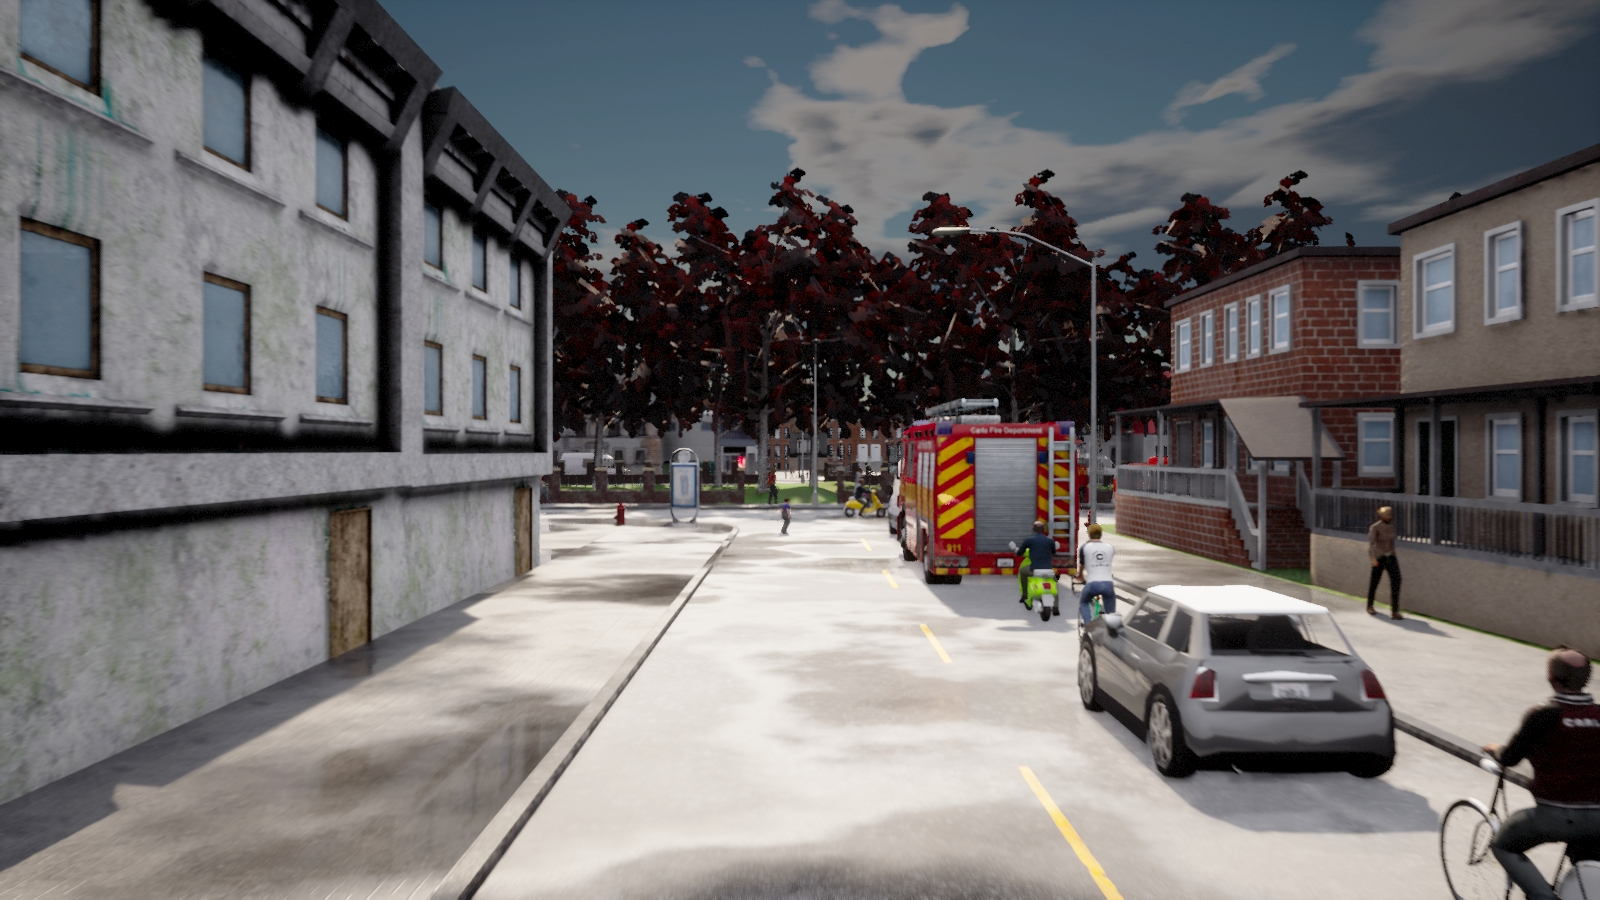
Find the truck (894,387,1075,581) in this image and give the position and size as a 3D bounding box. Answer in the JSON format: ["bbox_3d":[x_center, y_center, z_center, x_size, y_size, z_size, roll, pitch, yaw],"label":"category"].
[{"bbox_3d":[3.988,0.671,26.769,2.891,3.827,8.468,0,0,0],"label":"truck"}]

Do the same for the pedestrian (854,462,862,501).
[{"bbox_3d":[2.789,1.523,55.079,0.375,1.860,0.375,0,0,5],"label":"pedestrian"}]

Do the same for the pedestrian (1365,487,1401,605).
[{"bbox_3d":[9.331,1.524,18.290,0.375,1.860,0.375,0,0,-1],"label":"pedestrian"}]

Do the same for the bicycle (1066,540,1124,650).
[{"bbox_3d":[3.997,1.936,15.571,0.373,1.296,1.643,0,0,0],"label":"bicycle"}]

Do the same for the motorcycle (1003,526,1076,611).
[{"bbox_3d":[3.997,1.962,19.224,0.856,1.236,1.805,0,0,0],"label":"motorcycle"}]

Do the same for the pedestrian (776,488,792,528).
[{"bbox_3d":[-0.527,1.909,37.952,0.375,1.300,0.375,0,0,-34],"label":"pedestrian"}]

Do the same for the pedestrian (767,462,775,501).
[{"bbox_3d":[-1.406,1.523,55.342,0.375,1.860,0.375,0,0,-1],"label":"pedestrian"}]

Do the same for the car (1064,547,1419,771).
[{"bbox_3d":[3.998,1.845,11.106,1.970,1.475,3.806,0,0,0],"label":"car"}]
